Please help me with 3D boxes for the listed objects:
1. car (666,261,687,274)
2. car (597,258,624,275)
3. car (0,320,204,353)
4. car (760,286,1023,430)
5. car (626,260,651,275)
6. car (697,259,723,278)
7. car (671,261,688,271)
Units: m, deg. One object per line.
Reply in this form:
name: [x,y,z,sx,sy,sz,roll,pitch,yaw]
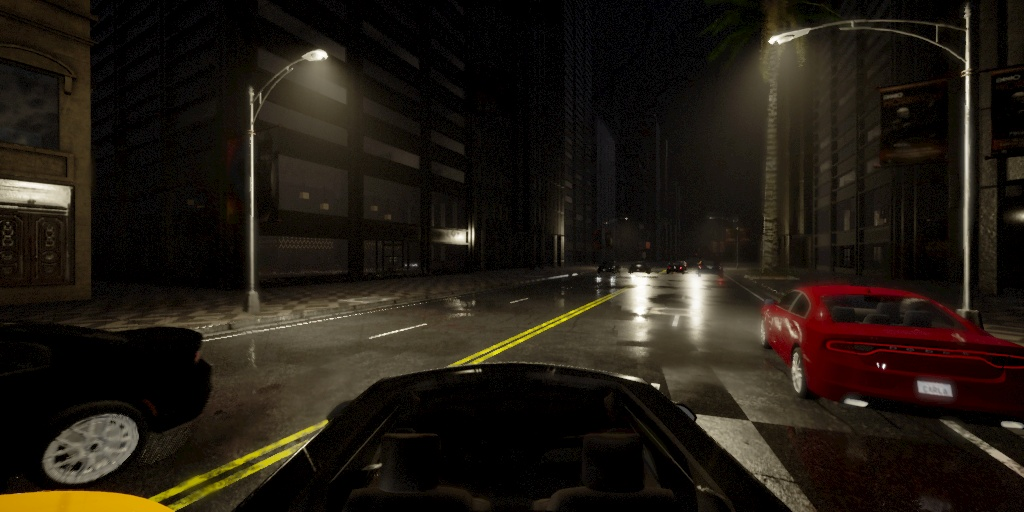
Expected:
car: [18.662,1.317,40.809,2.033,1.411,5.357,0,0,27]
car: [10.959,1.271,40.484,1.837,1.490,4.892,0,0,27]
car: [-5.088,1.228,2.249,1.882,1.535,5.008,0,0,27]
car: [5.516,1.228,5.915,1.882,1.535,5.008,0,0,27]
car: [14.294,1.331,39.861,1.994,1.385,4.181,0,0,27]
car: [19.301,1.117,34.987,2.097,1.767,4.553,0,0,27]
car: [23.553,1.380,50.306,1.895,1.301,4.718,0,0,27]
